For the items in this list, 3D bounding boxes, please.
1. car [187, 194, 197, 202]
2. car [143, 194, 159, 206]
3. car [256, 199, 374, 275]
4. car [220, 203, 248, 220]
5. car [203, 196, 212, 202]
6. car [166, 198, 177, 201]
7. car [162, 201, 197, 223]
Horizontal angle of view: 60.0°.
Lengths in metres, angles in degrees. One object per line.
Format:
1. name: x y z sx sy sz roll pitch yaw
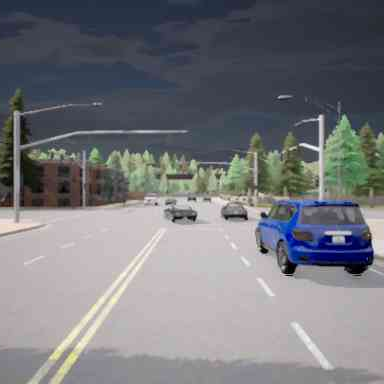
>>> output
1. car: -0.018 1.342 77.092 2.097 1.767 4.553 0 0 0
2. car: -7.054 1.323 57.520 2.150 2.045 5.566 0 0 0
3. car: 3.550 1.241 10.677 2.150 2.045 5.566 0 0 1
4. car: 3.569 1.616 28.741 1.994 1.385 4.181 0 0 0
5. car: 3.482 1.582 77.152 1.895 1.301 4.718 0 0 0
6. car: -3.557 1.666 57.385 1.994 1.385 4.181 0 0 0
7. car: -1.073 1.648 26.466 1.895 1.301 4.718 0 0 -15
